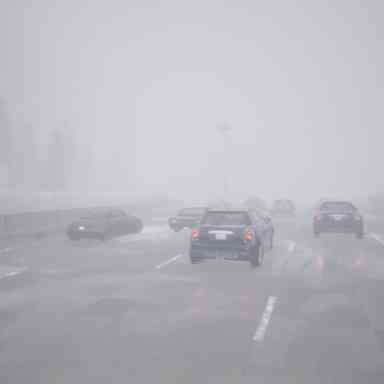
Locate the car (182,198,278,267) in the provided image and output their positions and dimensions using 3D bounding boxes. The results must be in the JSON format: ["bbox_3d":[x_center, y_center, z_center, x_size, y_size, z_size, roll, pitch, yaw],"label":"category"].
[{"bbox_3d":[1.546,1.268,11.415,2.097,1.767,4.553,-1,0,20],"label":"car"}]

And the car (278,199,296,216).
[{"bbox_3d":[7.982,1.286,29.079,2.033,1.411,5.357,-1,0,21],"label":"car"}]

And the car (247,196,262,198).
[{"bbox_3d":[6.750,1.224,35.422,1.837,1.490,4.892,-1,0,22],"label":"car"}]

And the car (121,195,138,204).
[{"bbox_3d":[-8.811,1.381,52.638,1.994,1.385,4.181,-1,0,25],"label":"car"}]

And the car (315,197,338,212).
[{"bbox_3d":[13.565,1.209,33.574,1.994,1.385,4.181,-1,0,22],"label":"car"}]

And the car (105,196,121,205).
[{"bbox_3d":[-11.999,1.326,54.083,1.882,1.535,5.008,-1,0,25],"label":"car"}]

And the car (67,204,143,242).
[{"bbox_3d":[-4.112,1.523,16.350,1.994,1.385,4.181,-1,0,20],"label":"car"}]

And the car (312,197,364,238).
[{"bbox_3d":[7.187,1.169,16.729,2.097,1.767,4.553,-1,0,20],"label":"car"}]

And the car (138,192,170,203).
[{"bbox_3d":[-5.505,0.992,51.458,2.150,2.045,5.566,-1,0,25],"label":"car"}]

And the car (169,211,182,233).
[{"bbox_3d":[0.450,1.491,18.671,1.895,1.301,4.718,-1,0,20],"label":"car"}]
